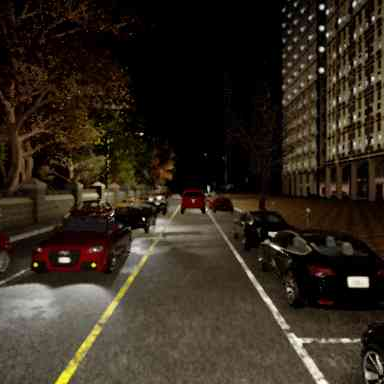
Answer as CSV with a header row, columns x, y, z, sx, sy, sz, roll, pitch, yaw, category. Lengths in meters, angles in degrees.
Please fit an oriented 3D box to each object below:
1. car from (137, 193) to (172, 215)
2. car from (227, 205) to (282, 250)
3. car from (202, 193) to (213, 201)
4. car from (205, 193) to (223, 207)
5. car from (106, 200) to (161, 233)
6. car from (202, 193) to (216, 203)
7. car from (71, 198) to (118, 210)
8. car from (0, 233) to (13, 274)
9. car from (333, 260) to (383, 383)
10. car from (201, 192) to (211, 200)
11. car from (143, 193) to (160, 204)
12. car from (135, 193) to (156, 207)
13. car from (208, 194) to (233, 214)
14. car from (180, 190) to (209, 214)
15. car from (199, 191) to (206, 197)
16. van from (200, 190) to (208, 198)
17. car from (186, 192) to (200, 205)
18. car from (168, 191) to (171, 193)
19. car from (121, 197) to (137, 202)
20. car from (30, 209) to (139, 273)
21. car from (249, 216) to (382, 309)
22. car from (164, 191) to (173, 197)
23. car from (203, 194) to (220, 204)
x,y,z,sx,sy,sz,roll,pitch,yaw,category
-2.999,1.118,28.414,2.128,1.511,4.902,0,1,0,car
2.692,1.390,13.096,1.947,1.339,4.313,0,1,0,car
2.695,0.837,58.151,1.802,1.307,4.206,0,1,0,car
2.694,0.905,41.253,1.967,1.590,4.097,0,1,0,car
-3.025,1.359,18.192,1.895,1.301,4.718,0,1,1,car
2.694,0.875,52.518,2.008,1.369,4.403,0,1,0,car
-5.687,1.191,18.727,1.967,1.590,4.097,0,1,0,car
-5.689,1.480,7.464,1.802,1.307,4.206,0,1,0,car
2.691,1.540,1.832,1.947,1.339,4.313,0,1,0,car
2.695,0.769,63.783,1.802,1.307,4.206,0,1,0,car
-5.687,0.939,46.887,1.887,1.381,4.507,0,1,0,car
-5.686,0.904,41.254,1.967,1.590,4.097,0,1,0,car
2.694,1.151,29.992,1.887,1.381,4.507,0,1,0,car
0.099,0.823,30.374,2.150,2.045,5.566,0,1,0,car
2.696,0.506,86.310,1.802,1.307,4.206,0,1,0,car
2.696,0.394,75.044,1.690,1.788,3.998,0,1,0,van
0.098,0.869,47.087,1.882,1.535,5.008,0,1,0,car
-5.685,0.664,69.414,1.887,1.381,4.507,0,1,0,car
-5.687,1.133,29.822,1.752,1.417,4.829,0,1,0,car
-3.054,1.429,10.030,1.994,1.385,4.181,0,1,1,car
2.691,1.465,7.464,1.947,1.339,4.313,0,1,0,car
-5.684,0.515,80.509,1.752,1.417,4.829,0,1,0,car
2.694,0.945,46.887,2.008,1.369,4.403,0,1,0,car
